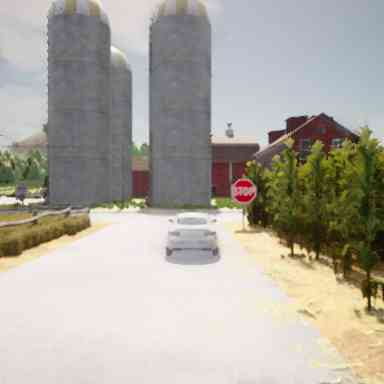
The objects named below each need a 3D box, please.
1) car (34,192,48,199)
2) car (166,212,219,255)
[{"bbox_3d":[-37.361,0.883,83.492,3.866,1.878,1.905,0,0,-1],"label":"car"},{"bbox_3d":[0.023,1.482,12.924,1.812,1.442,4.674,0,0,0],"label":"car"}]
